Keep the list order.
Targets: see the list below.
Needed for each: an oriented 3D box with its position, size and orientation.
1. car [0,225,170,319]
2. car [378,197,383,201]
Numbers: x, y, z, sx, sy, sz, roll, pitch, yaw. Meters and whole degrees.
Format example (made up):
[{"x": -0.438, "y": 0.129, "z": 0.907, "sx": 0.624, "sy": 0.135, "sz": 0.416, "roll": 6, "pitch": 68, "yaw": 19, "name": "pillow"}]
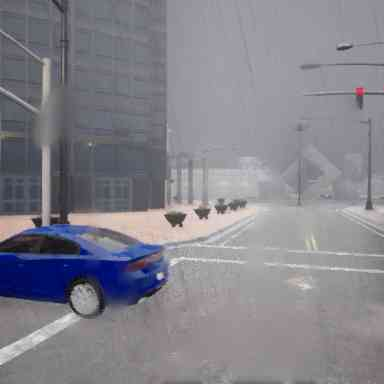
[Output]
[{"x": -2.963, "y": 1.451, "z": 7.123, "sx": 5.008, "sy": 1.535, "sz": 1.882, "roll": 0, "pitch": 0, "yaw": 18, "name": "car"}, {"x": 48.720, "y": 1.503, "z": 82.063, "sx": 1.895, "sy": 1.301, "sz": 4.718, "roll": 0, "pitch": 0, "yaw": -27, "name": "car"}]
